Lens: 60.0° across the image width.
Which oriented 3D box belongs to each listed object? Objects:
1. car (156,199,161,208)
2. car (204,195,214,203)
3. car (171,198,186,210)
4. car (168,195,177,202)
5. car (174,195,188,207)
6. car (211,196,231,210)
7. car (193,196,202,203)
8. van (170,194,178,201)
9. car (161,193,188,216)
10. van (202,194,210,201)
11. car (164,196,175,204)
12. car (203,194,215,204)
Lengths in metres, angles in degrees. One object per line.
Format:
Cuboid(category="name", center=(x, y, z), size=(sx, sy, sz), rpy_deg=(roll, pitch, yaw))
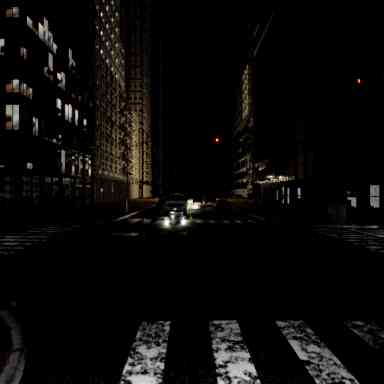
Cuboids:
Cuboid(category="car", center=(-4.173, 1.592, 47.283), size=(1.802, 1.307, 4.206), rpy_deg=(0, 0, 0))
Cuboid(category="car", center=(3.544, 1.432, 69.452), size=(1.967, 1.590, 4.097), rpy_deg=(0, 0, 0))
Cuboid(category="car", center=(-1.675, 1.538, 43.576), size=(1.812, 1.442, 4.674), rpy_deg=(0, 0, 0))
Cuboid(category="car", center=(-4.377, 1.426, 74.921), size=(1.967, 1.590, 4.097), rpy_deg=(0, 0, 0))
Cuboid(category="car", center=(-1.739, 1.359, 53.493), size=(2.097, 1.767, 4.553), rpy_deg=(0, 0, -1))
Cuboid(category="car", center=(3.797, 1.579, 41.815), size=(1.947, 1.339, 4.313), rpy_deg=(0, 0, 0))
Cuboid(category="car", center=(1.098, 1.520, 66.704), size=(1.812, 1.442, 4.674), rpy_deg=(0, 0, 0))
Cuboid(category="van", center=(-4.417, 1.321, 80.448), size=(1.690, 1.788, 3.998), rpy_deg=(0, 0, 0))
Cuboid(category="car", center=(-1.604, 1.238, 33.744), size=(2.150, 2.045, 5.566), rpy_deg=(0, 0, 0))
Cuboid(category="van", center=(3.463, 1.321, 80.506), size=(1.690, 1.788, 3.998), rpy_deg=(0, 0, 0))
Cuboid(category="car", center=(-4.295, 1.563, 63.866), size=(1.947, 1.339, 4.313), rpy_deg=(0, 0, 0))
Cuboid(category="car", center=(3.585, 1.313, 63.923), size=(2.192, 1.841, 5.009), rpy_deg=(0, 0, 0))
